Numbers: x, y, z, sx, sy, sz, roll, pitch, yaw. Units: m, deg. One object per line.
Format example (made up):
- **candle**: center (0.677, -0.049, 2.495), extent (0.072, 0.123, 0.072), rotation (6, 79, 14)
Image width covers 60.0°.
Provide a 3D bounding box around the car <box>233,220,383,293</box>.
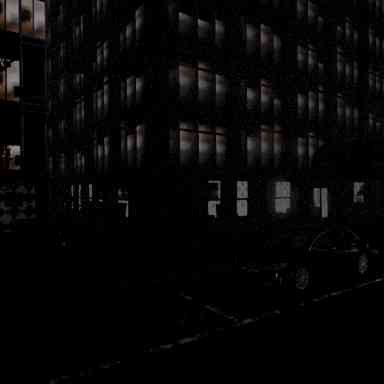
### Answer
- **car**: center (3.023, 1.549, 8.719), extent (4.403, 1.369, 2.008), rotation (0, -1, -35)
